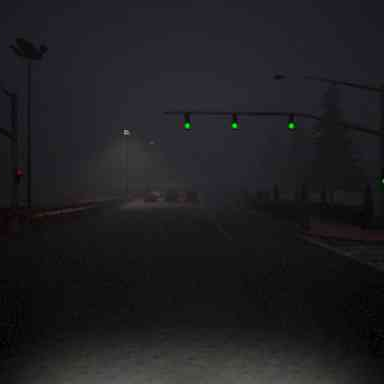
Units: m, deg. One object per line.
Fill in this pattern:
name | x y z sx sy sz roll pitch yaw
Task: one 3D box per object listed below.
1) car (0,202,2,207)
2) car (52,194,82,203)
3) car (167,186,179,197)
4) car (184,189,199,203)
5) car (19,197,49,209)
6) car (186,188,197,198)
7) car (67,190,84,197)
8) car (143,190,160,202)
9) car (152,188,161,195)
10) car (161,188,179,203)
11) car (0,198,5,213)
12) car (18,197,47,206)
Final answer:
car | -17.598 1.477 27.057 1.812 1.442 4.674 0 0 0
car | -17.615 1.373 46.252 2.033 1.411 5.357 0 2 0
car | -3.661 -0.105 65.937 2.097 1.767 4.553 0 6 0
car | -0.099 0.689 54.597 2.150 2.045 5.566 0 3 0
car | -21.106 1.431 44.605 1.994 1.385 4.181 0 1 1
car | -0.156 0.185 65.029 2.033 1.411 5.357 0 6 0
car | -21.128 0.443 59.875 2.033 1.411 5.357 0 5 0
car | -7.009 0.931 56.195 1.994 1.385 4.181 0 4 0
car | -7.162 -0.001 66.133 1.882 1.535 5.008 0 6 0
car | -3.507 0.730 56.015 2.097 1.767 4.553 0 4 0
car | -21.101 1.418 33.322 1.882 1.535 5.008 0 0 0
car | -17.607 1.461 35.999 1.812 1.442 4.674 0 0 0
